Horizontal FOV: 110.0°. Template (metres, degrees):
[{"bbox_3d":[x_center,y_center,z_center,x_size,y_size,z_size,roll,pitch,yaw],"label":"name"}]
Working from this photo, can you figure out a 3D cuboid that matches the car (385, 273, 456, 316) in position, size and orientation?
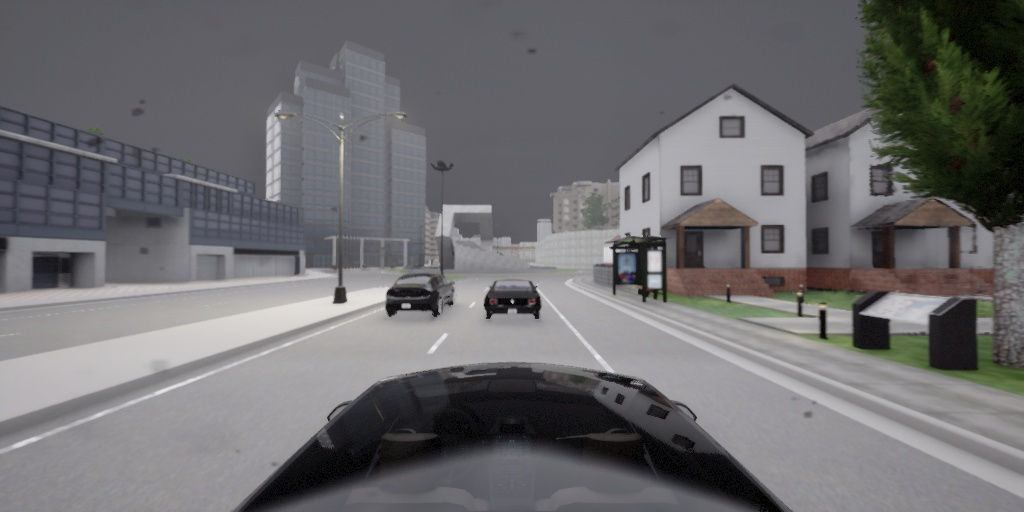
[{"bbox_3d":[-3.452,1.411,14.191,1.837,1.490,4.892,0,0,0],"label":"car"}]

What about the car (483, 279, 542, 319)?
[{"bbox_3d":[0.042,1.497,13.554,1.895,1.301,4.718,0,-1,1],"label":"car"}]
